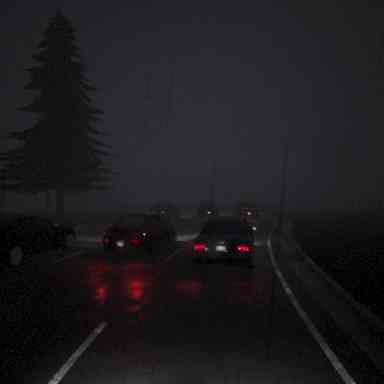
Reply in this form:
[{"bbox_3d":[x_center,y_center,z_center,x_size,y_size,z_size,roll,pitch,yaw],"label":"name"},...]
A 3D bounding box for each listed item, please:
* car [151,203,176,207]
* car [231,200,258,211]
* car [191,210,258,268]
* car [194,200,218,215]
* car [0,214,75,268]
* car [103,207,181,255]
[{"bbox_3d":[-2.297,1.579,27.508,2.033,1.411,5.357,0,0,11],"label":"car"},{"bbox_3d":[4.796,1.551,30.588,1.837,1.490,4.892,1,0,-1],"label":"car"},{"bbox_3d":[1.199,1.564,11.421,2.033,1.411,5.357,0,0,10],"label":"car"},{"bbox_3d":[1.301,1.547,31.488,1.837,1.490,4.892,2,0,-5],"label":"car"},{"bbox_3d":[-5.879,1.484,11.394,1.882,1.535,5.008,0,0,9],"label":"car"},{"bbox_3d":[-1.951,1.540,13.368,1.812,1.442,4.674,0,0,11],"label":"car"}]
